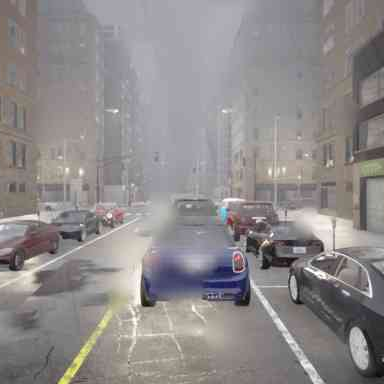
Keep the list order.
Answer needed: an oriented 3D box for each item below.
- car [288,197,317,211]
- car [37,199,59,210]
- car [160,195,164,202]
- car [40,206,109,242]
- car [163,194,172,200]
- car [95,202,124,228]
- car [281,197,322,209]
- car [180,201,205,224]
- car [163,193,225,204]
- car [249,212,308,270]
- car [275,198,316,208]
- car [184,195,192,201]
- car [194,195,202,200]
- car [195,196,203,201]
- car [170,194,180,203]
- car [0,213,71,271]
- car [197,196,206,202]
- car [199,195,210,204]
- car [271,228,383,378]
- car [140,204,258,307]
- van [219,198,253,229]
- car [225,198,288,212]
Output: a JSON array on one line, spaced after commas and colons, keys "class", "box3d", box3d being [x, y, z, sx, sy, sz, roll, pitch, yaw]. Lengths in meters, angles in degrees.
[{"class": "car", "box3d": [13.614, 1.546, 38.778, 4.181, 1.385, 1.994, 0, 0, 0]}, {"class": "car", "box3d": [-17.873, 1.540, 38.519, 4.674, 1.442, 1.812, 0, 0, -2]}, {"class": "car", "box3d": [-6.417, 1.480, 76.890, 1.967, 1.590, 4.097, 0, 0, -1]}, {"class": "car", "box3d": [-5.710, 1.566, 16.342, 1.947, 1.339, 4.313, 0, 0, 0]}, {"class": "car", "box3d": [-6.841, 1.390, 93.850, 2.192, 1.841, 5.009, 0, 0, -1]}, {"class": "car", "box3d": [-5.726, 1.441, 21.867, 1.967, 1.590, 4.097, 0, 0, 0]}, {"class": "car", "box3d": [14.912, 1.481, 45.489, 4.902, 1.511, 2.128, 0, 0, 0]}, {"class": "car", "box3d": [0.025, 1.526, 26.053, 1.812, 1.442, 4.674, 0, 0, -1]}, {"class": "car", "box3d": [0.058, 1.222, 15.487, 2.150, 2.045, 5.566, 0, 0, 0]}, {"class": "car", "box3d": [2.831, 1.566, 10.850, 1.947, 1.339, 4.313, 0, 0, 0]}, {"class": "car", "box3d": [15.047, 1.541, 48.741, 5.357, 1.411, 2.033, 0, 0, 0]}, {"class": "car", "box3d": [-1.099, 1.616, 91.021, 1.994, 1.385, 4.181, 0, 0, -1]}, {"class": "car", "box3d": [1.682, 1.620, 94.048, 1.887, 1.381, 4.507, 0, 0, -1]}, {"class": "car", "box3d": [1.824, 1.639, 88.395, 1.802, 1.307, 4.206, 0, 0, -1]}, {"class": "car", "box3d": [-3.613, 1.389, 71.362, 2.097, 1.767, 4.553, 0, 0, -1]}, {"class": "car", "box3d": [-5.694, 1.582, 10.817, 1.802, 1.307, 4.206, 0, 0, 0]}, {"class": "car", "box3d": [2.105, 1.622, 77.093, 1.802, 1.307, 4.206, 0, 0, -1]}, {"class": "car", "box3d": [2.386, 1.468, 65.787, 1.967, 1.590, 4.097, 0, 0, -1]}, {"class": "car", "box3d": [2.848, 1.551, 5.327, 2.008, 1.369, 4.403, 0, 0, 0]}, {"class": "car", "box3d": [0.030, 1.352, 8.152, 2.097, 1.767, 4.553, 0, 0, -1]}, {"class": "van", "box3d": [2.800, 1.342, 21.898, 1.690, 1.788, 3.998, 0, 0, 0]}, {"class": "car", "box3d": [2.816, 1.315, 16.374, 2.192, 1.841, 5.009, 0, 0, 0]}]
